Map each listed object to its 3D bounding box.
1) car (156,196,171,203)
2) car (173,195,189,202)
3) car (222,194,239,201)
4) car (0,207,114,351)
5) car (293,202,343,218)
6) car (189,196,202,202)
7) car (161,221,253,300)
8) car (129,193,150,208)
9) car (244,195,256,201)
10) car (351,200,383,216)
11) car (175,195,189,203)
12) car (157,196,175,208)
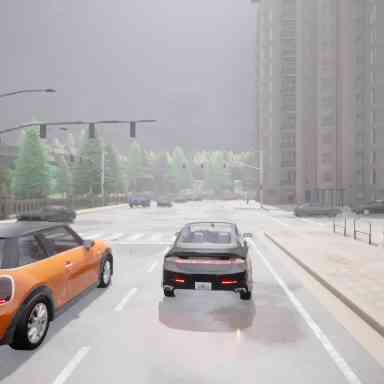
[{"bbox_3d":[-5.885,1.548,68.906,2.033,1.411,5.357,0,0,6],"label":"car"},{"bbox_3d":[-2.522,1.478,79.781,1.882,1.535,5.008,0,0,25],"label":"car"},{"bbox_3d":[9.899,1.355,85.086,4.553,1.767,2.097,0,0,-43],"label":"car"},{"bbox_3d":[-3.106,1.352,6.444,2.097,1.767,4.553,0,0,4],"label":"car"},{"bbox_3d":[11.250,1.620,29.952,4.181,1.385,1.994,0,0,5],"label":"car"},{"bbox_3d":[0.677,1.540,78.366,2.033,1.411,5.357,0,0,25],"label":"car"},{"bbox_3d":[0.500,1.492,8.443,2.128,1.511,4.902,0,0,7],"label":"car"},{"bbox_3d":[-7.515,1.222,48.221,2.150,2.045,5.566,0,0,4],"label":"car"},{"bbox_3d":[15.411,1.524,85.087,4.674,1.442,1.812,0,0,-34],"label":"car"},{"bbox_3d":[18.463,1.560,33.159,4.892,1.490,1.837,0,0,3],"label":"car"},{"bbox_3d":[-2.414,1.351,68.180,2.097,1.767,4.553,0,0,6],"label":"car"},{"bbox_3d":[-3.949,1.505,48.396,1.837,1.490,4.892,0,0,2],"label":"car"}]
